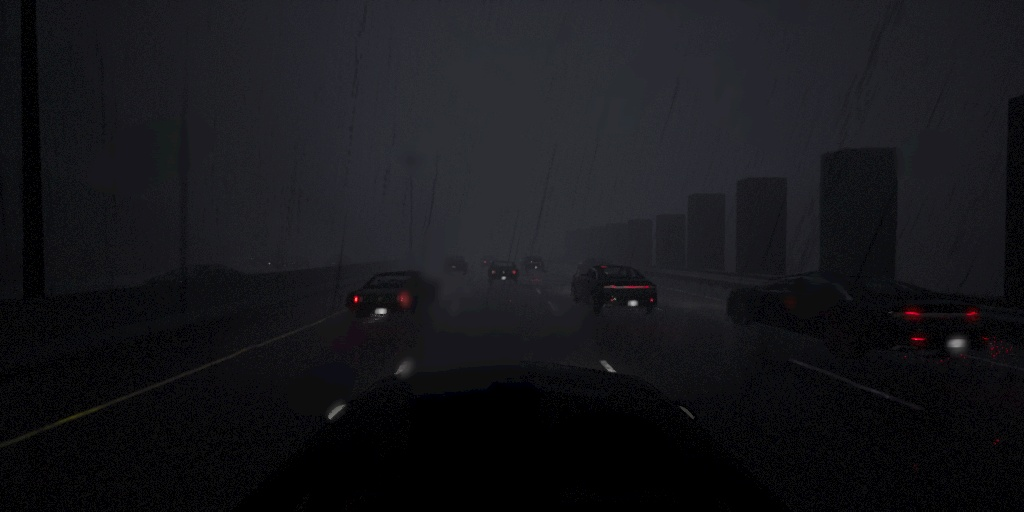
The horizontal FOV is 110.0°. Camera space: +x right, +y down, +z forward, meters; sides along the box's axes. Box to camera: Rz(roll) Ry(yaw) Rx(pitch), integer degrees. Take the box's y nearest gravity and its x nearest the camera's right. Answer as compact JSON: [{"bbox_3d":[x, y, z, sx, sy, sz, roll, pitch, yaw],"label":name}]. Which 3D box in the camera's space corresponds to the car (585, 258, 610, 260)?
[{"bbox_3d":[6.163,0.852,26.324,1.837,1.490,4.892,0,1,-4],"label":"car"}]

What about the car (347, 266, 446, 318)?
[{"bbox_3d":[-3.647,1.184,12.062,1.895,1.301,4.718,0,1,-1],"label":"car"}]

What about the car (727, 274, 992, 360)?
[{"bbox_3d":[6.944,1.135,8.050,2.128,1.511,4.902,0,1,-1],"label":"car"}]

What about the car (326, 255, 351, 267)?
[{"bbox_3d":[-20.901,0.577,43.325,2.128,1.511,4.902,0,1,-10],"label":"car"}]

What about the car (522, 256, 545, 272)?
[{"bbox_3d":[1.867,0.725,34.264,1.837,1.490,4.892,0,1,-7],"label":"car"}]

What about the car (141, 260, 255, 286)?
[{"bbox_3d":[-14.529,1.078,16.650,1.994,1.385,4.181,0,1,-3],"label":"car"}]

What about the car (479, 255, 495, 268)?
[{"bbox_3d":[-2.783,0.641,42.244,2.033,1.411,5.357,0,1,-9],"label":"car"}]

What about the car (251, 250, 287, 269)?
[{"bbox_3d":[-27.611,0.345,41.151,2.150,2.045,5.566,0,1,-10],"label":"car"}]

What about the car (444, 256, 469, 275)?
[{"bbox_3d":[-4.826,0.751,31.223,1.882,1.535,5.008,0,1,-6],"label":"car"}]

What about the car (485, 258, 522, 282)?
[{"bbox_3d":[-0.658,0.990,23.938,1.895,1.301,4.718,0,1,-4],"label":"car"}]

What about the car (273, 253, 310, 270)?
[{"bbox_3d":[-23.733,0.679,39.154,1.812,1.442,4.674,0,1,-10],"label":"car"}]

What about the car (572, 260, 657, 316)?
[{"bbox_3d":[3.340,1.065,12.497,2.128,1.511,4.902,0,1,-1],"label":"car"}]
